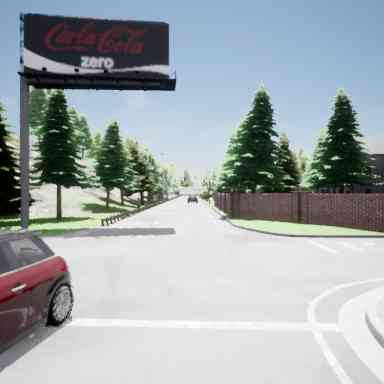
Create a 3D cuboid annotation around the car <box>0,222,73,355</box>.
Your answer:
[{"bbox_3d":[-3.428,1.365,4.156,2.097,1.767,4.553,0,-1,9],"label":"car"}]

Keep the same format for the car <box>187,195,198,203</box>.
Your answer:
[{"bbox_3d":[0.131,1.373,68.204,2.097,1.767,4.553,0,0,0],"label":"car"}]
